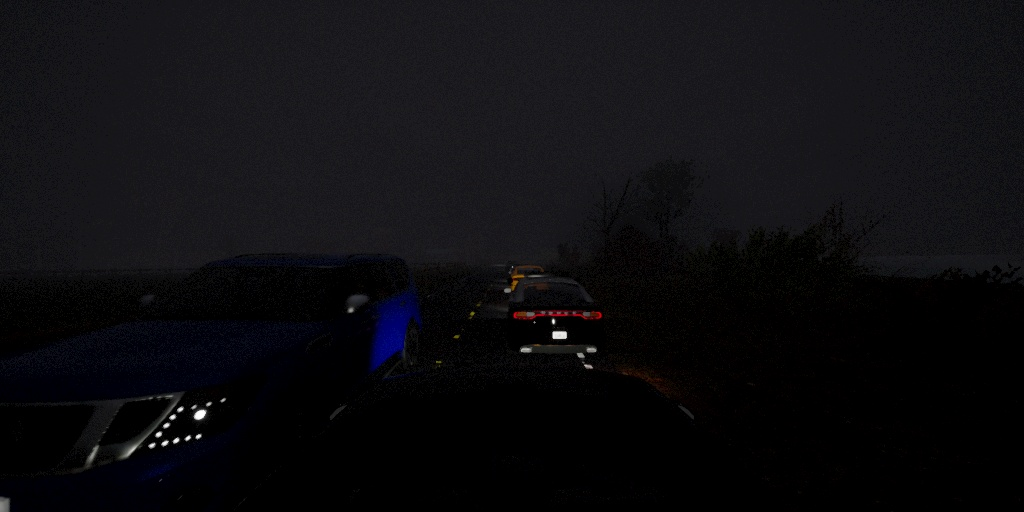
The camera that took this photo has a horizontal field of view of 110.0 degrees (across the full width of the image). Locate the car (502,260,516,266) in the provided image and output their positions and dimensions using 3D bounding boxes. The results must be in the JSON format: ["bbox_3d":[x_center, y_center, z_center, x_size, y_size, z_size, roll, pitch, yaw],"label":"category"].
[{"bbox_3d":[0.086,1.335,46.614,1.994,1.385,4.181,0,0,0],"label":"car"}]

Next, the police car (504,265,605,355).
[{"bbox_3d":[0.832,1.175,8.825,1.930,1.638,5.238,0,0,0],"label":"police car"}]

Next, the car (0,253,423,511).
[{"bbox_3d":[-2.745,0.971,4.619,2.150,2.045,5.566,0,0,0],"label":"car"}]

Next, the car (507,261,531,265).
[{"bbox_3d":[0.841,1.228,18.715,1.882,1.535,5.008,0,0,0],"label":"car"}]
